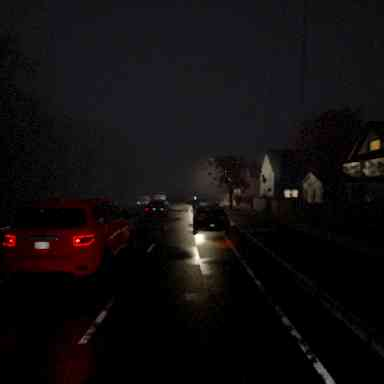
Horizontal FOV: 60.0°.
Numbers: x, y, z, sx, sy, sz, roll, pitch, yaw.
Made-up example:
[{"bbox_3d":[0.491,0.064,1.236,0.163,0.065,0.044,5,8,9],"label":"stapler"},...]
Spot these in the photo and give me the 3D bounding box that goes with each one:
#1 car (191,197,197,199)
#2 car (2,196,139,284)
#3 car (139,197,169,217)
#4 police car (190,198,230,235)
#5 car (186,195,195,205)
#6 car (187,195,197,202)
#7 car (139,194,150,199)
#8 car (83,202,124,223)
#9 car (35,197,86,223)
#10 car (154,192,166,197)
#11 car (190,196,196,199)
[{"bbox_3d":[0.981,1.458,28.441,1.812,1.442,4.674,0,0,0],"label":"car"},{"bbox_3d":[-3.148,1.200,9.679,2.150,2.045,5.566,0,0,0],"label":"car"},{"bbox_3d":[-3.146,1.474,30.077,2.033,1.411,5.357,0,0,0],"label":"car"},{"bbox_3d":[0.978,1.382,18.550,1.930,1.638,5.238,0,0,0],"label":"police car"},{"bbox_3d":[0.024,1.397,53.693,2.033,1.411,5.357,0,0,0],"label":"car"},{"bbox_3d":[0.014,1.278,69.721,1.895,1.301,4.718,0,0,0],"label":"car"},{"bbox_3d":[-9.741,1.148,67.630,2.097,1.767,4.553,0,0,0],"label":"car"},{"bbox_3d":[-6.588,1.503,25.346,1.994,1.385,4.181,0,0,0],"label":"car"},{"bbox_3d":[-9.838,1.291,25.395,2.097,1.767,4.553,0,0,0],"label":"car"},{"bbox_3d":[-6.488,1.018,67.556,2.150,2.045,5.566,0,0,0],"label":"car"},{"bbox_3d":[0.981,1.421,34.440,1.837,1.490,4.892,0,0,0],"label":"car"}]
